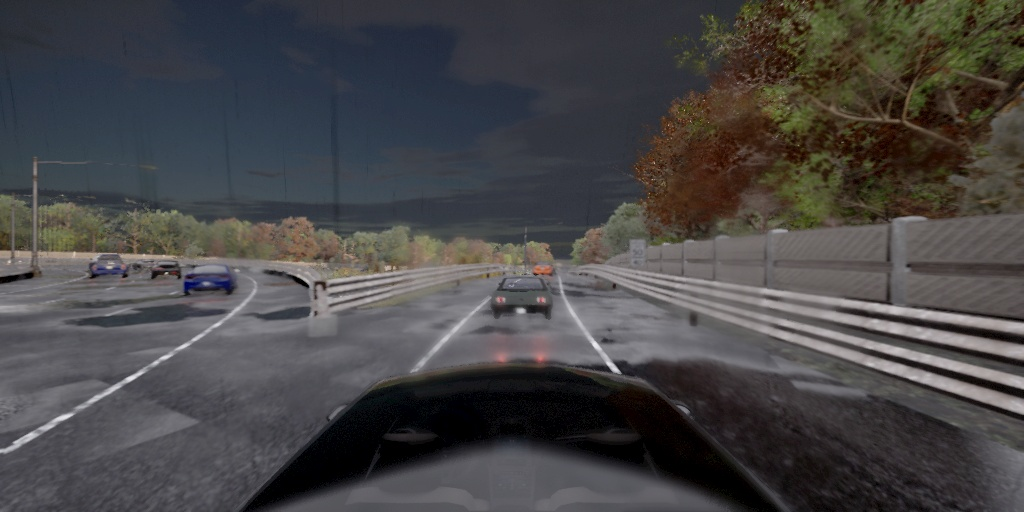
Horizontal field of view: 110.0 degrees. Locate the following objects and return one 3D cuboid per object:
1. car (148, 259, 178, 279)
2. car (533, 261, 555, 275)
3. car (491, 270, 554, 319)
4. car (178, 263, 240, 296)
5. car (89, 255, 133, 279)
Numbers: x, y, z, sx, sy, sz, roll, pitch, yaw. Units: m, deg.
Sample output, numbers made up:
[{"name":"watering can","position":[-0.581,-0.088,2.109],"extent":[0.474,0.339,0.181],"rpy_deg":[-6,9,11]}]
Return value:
[{"name":"car","position":[-29.850,1.163,31.069],"extent":[1.837,1.490,4.892],"rpy_deg":[0,0,-42]},{"name":"car","position":[3.486,1.396,39.935],"extent":[2.097,1.767,4.553],"rpy_deg":[0,-2,7]},{"name":"car","position":[0.431,1.356,12.931],"extent":[1.895,1.301,4.718],"rpy_deg":[0,0,4]},{"name":"car","position":[-15.867,1.180,19.094],"extent":[1.882,1.535,5.008],"rpy_deg":[0,0,-34]},{"name":"car","position":[-35.159,0.993,31.489],"extent":[2.097,1.767,4.553],"rpy_deg":[0,0,-45]}]
